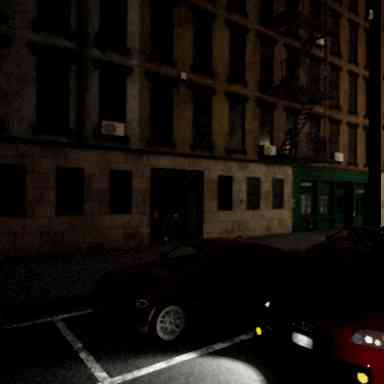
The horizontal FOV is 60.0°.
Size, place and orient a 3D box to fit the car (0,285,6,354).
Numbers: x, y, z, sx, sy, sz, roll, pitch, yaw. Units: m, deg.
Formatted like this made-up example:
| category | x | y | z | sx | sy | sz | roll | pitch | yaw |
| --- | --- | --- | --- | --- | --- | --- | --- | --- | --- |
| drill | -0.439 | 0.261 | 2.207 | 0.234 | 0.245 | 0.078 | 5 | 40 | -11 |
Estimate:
| category | x | y | z | sx | sy | sz | roll | pitch | yaw |
| --- | --- | --- | --- | --- | --- | --- | --- | --- | --- |
| car | -4.226 | 1.550 | 3.175 | 4.313 | 1.339 | 1.947 | 1 | 0 | -36 |

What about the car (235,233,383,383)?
| category | x | y | z | sx | sy | sz | roll | pitch | yaw |
| --- | --- | --- | --- | --- | --- | --- | --- | --- | --- |
| car | 2.939 | 1.614 | 5.154 | 4.181 | 1.385 | 1.994 | 1 | 0 | -36 |

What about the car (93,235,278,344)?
| category | x | y | z | sx | sy | sz | roll | pitch | yaw |
| --- | --- | --- | --- | --- | --- | --- | --- | --- | --- |
| car | 0.396 | 1.583 | 6.473 | 4.507 | 1.381 | 1.887 | 1 | 0 | -36 |

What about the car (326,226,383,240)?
| category | x | y | z | sx | sy | sz | roll | pitch | yaw |
| --- | --- | --- | --- | --- | --- | --- | --- | --- | --- |
| car | 5.018 | 1.674 | 9.772 | 4.206 | 1.307 | 1.802 | 1 | 0 | -36 |
